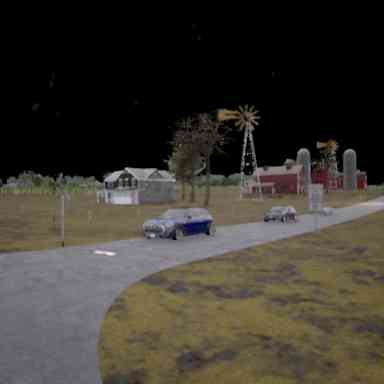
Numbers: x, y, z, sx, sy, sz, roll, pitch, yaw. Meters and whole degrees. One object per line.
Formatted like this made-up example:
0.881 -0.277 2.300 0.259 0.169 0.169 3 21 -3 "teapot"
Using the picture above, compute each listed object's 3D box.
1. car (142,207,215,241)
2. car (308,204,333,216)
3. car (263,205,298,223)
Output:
-0.649 1.615 18.268 2.097 1.767 4.553 -1 -2 36 "car"
15.792 2.187 40.875 1.895 1.301 4.718 -1 -1 36 "car"
8.136 2.006 30.377 1.837 1.490 4.892 -1 -2 36 "car"
